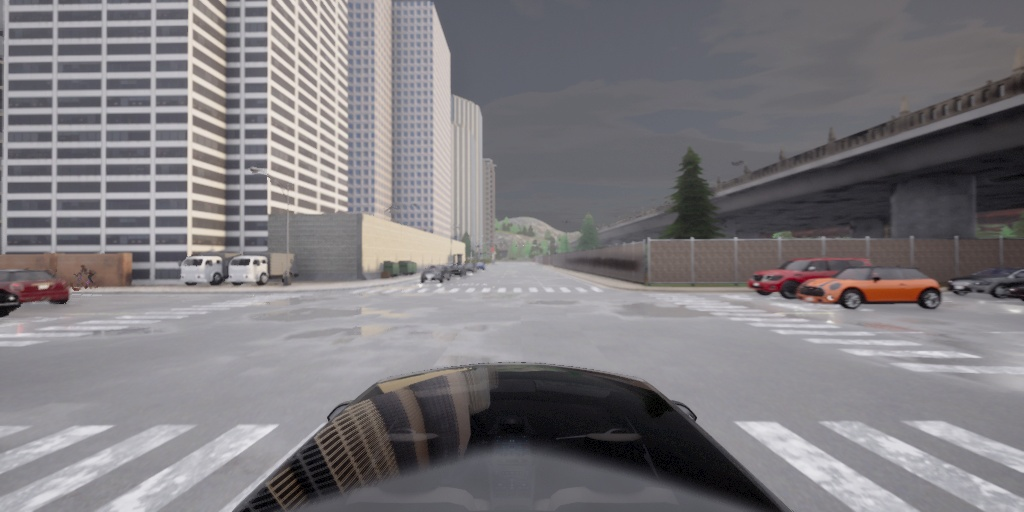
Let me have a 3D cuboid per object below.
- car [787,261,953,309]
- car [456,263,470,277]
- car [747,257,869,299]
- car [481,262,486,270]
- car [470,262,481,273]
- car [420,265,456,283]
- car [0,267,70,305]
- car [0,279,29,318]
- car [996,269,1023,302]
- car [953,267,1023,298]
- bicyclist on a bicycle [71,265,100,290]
[{"bbox_3d":[14.654,1.203,14.936,4.553,1.767,2.097,0,0,1],"label":"car"},{"bbox_3d":[-6.365,1.711,41.051,1.895,1.301,4.718,0,0,1],"label":"car"},{"bbox_3d":[15.331,1.100,18.425,5.566,2.045,2.150,0,0,1],"label":"car"},{"bbox_3d":[-5.864,1.789,64.518,1.882,1.535,5.008,0,0,1],"label":"car"},{"bbox_3d":[-6.159,1.749,51.702,2.033,1.411,5.357,0,-1,2],"label":"car"},{"bbox_3d":[-6.543,1.517,31.145,2.128,1.511,4.902,0,0,1],"label":"car"},{"bbox_3d":[-22.472,1.366,15.639,4.553,1.767,2.097,0,0,1],"label":"car"},{"bbox_3d":[-19.708,1.571,11.901,4.718,1.301,1.895,0,0,1],"label":"car"},{"bbox_3d":[24.128,1.356,14.750,5.357,1.411,2.033,0,0,1],"label":"car"},{"bbox_3d":[25.243,1.326,18.233,4.902,1.511,2.128,0,0,1],"label":"car"},{"bbox_3d":[-28.604,1.413,24.061,0.582,1.620,1.656,0,0,1],"label":"bicyclist on a bicycle"}]
